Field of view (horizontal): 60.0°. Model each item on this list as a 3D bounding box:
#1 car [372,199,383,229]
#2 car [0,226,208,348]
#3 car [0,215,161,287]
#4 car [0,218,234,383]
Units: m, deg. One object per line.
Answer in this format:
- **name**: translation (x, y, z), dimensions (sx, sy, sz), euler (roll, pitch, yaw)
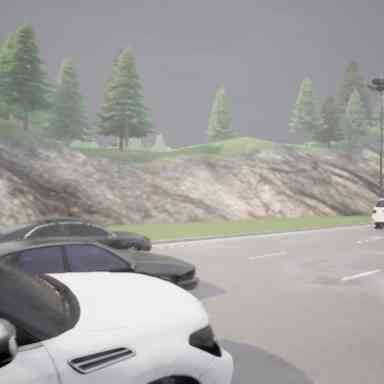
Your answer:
- **car**: translation (14.433, 1.472, 22.584), dimensions (5.566, 2.045, 2.150), euler (1, 0, -36)
- **car**: translation (-2.445, 1.563, 6.297), dimensions (5.357, 1.411, 2.033), euler (1, 0, -35)
- **car**: translation (-3.502, 1.533, 9.836), dimensions (4.892, 1.490, 1.837), euler (1, 0, -35)
- **car**: translation (-2.283, 1.214, 2.118), dimensions (5.566, 2.045, 2.150), euler (1, 0, -35)
